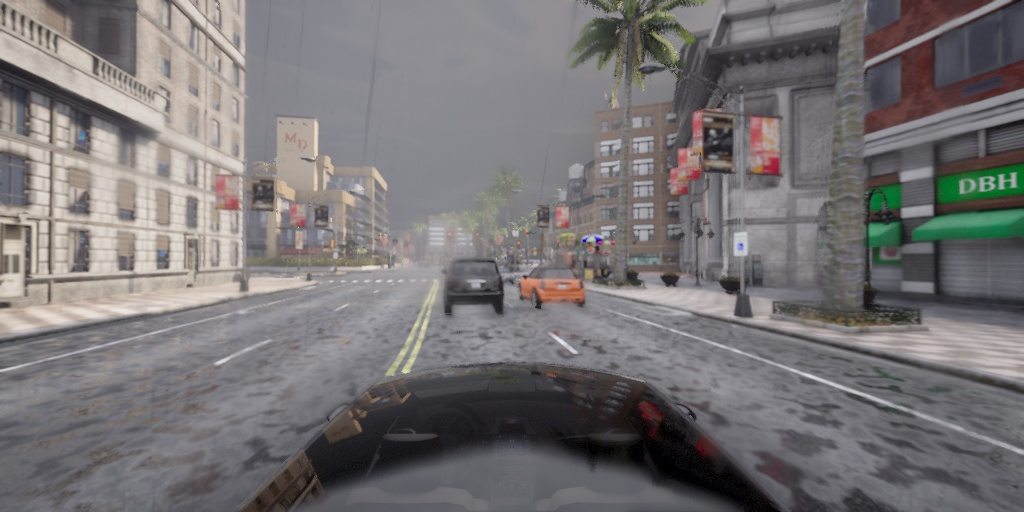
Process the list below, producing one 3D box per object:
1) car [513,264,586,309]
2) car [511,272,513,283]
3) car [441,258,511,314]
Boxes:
[{"bbox_3d":[1.624,1.248,16.169,2.097,1.767,4.553,0,-1,-10],"label":"car"},{"bbox_3d":[-1.064,1.647,30.750,1.895,1.301,4.718,0,-1,-10],"label":"car"},{"bbox_3d":[-1.670,1.107,14.691,2.150,2.045,5.566,0,0,-10],"label":"car"}]
